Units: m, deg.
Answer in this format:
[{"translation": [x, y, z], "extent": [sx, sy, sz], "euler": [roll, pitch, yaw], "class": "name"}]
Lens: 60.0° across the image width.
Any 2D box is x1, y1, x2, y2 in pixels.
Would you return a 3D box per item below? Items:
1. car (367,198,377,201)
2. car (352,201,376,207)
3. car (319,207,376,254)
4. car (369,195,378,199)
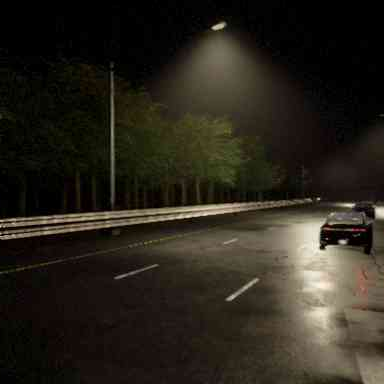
[{"translation": [24.693, 1.949, 46.960], "extent": [1.895, 1.301, 4.718], "euler": [-1, -1, 29], "class": "car"}, {"translation": [16.160, 1.810, 31.453], "extent": [1.994, 1.385, 4.181], "euler": [-1, -1, 29], "class": "car"}, {"translation": [6.665, 1.613, 14.237], "extent": [2.128, 1.511, 4.902], "euler": [-1, -1, 29], "class": "car"}, {"translation": [42.200, 2.005, 78.405], "extent": [1.812, 1.442, 4.674], "euler": [-1, -1, 29], "class": "car"}]
